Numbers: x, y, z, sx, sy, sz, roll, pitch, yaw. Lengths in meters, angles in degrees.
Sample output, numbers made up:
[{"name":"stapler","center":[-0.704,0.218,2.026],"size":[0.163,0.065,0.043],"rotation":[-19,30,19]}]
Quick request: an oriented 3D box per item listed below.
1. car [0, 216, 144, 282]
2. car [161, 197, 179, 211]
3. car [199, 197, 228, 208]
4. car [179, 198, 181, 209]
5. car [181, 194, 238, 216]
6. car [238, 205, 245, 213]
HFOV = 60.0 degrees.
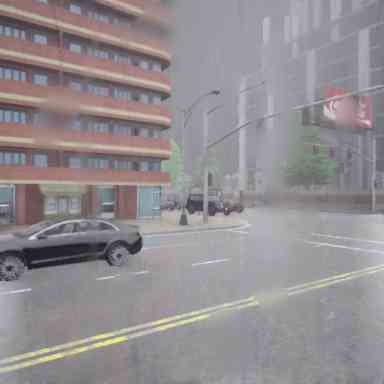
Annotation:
[{"name":"car","center":[-3.827,1.492,9.844],"size":[4.902,1.511,2.128],"rotation":[0,0,-35]},{"name":"car","center":[-3.954,1.352,40.696],"size":[2.097,1.767,4.553],"rotation":[0,0,-35]},{"name":"car","center":[3.117,1.525,49.241],"size":[1.812,1.442,4.674],"rotation":[0,0,-35]},{"name":"car","center":[-1.859,1.491,43.809],"size":[2.128,1.511,4.902],"rotation":[0,0,-35]},{"name":"car","center":[1.579,1.222,32.791],"size":[2.150,2.045,5.566],"rotation":[0,0,-35]},{"name":"car","center":[3.502,1.601,36.150],"size":[1.895,1.301,4.718],"rotation":[0,0,-35]}]
